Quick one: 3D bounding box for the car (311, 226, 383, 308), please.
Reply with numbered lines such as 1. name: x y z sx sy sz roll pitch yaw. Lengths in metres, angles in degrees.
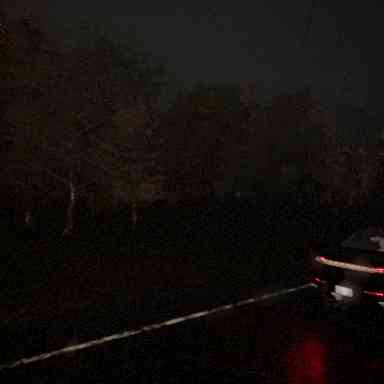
1. car: 4.589 1.492 7.145 4.902 1.511 2.128 0 0 -36
